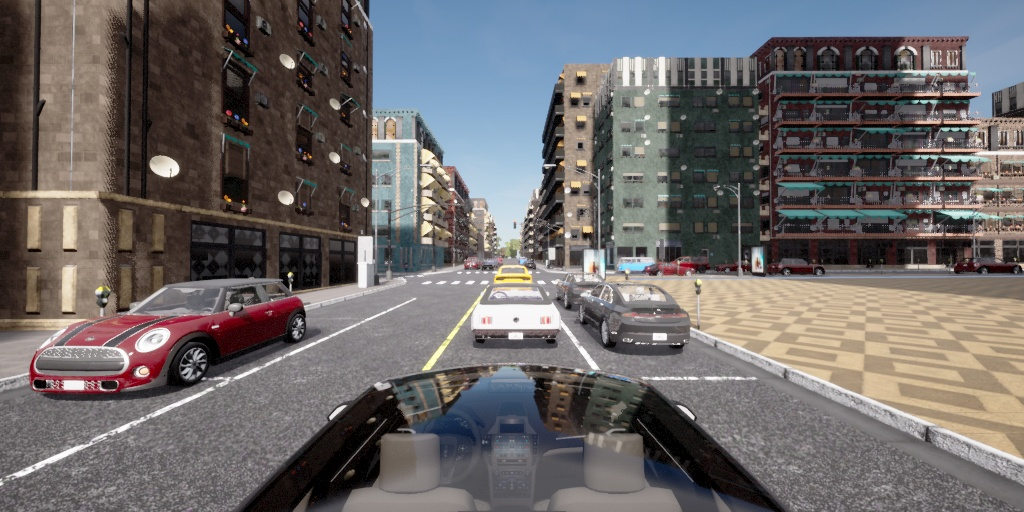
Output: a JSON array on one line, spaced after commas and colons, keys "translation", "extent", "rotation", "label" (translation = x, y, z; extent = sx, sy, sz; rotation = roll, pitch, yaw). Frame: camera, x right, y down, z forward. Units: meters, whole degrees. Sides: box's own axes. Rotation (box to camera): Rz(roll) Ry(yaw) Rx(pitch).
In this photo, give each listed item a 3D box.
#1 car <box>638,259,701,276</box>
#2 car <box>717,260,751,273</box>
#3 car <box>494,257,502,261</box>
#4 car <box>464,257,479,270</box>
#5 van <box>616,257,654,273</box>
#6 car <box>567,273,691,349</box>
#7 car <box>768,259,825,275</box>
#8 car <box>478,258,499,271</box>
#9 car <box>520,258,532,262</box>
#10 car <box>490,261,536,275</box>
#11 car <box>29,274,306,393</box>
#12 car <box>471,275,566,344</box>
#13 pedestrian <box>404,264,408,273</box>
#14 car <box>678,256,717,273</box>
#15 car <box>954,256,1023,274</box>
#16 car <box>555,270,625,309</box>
[{"translation": [13.644, 1.163, 31.231], "extent": [4.207, 1.307, 1.802], "rotation": [0, 0, 0], "label": "car"}, {"translation": [24.743, 1.165, 39.556], "extent": [4.507, 1.381, 1.888], "rotation": [0, 0, 0], "label": "car"}, {"translation": [-3.211, 1.319, 60.157], "extent": [2.033, 1.411, 5.357], "rotation": [0, 0, 0], "label": "car"}, {"translation": [-5.801, 1.083, 52.794], "extent": [2.192, 1.841, 5.009], "rotation": [0, 0, 0], "label": "car"}, {"translation": [13.688, 1.046, 39.611], "extent": [3.998, 1.789, 1.690], "rotation": [0, 0, 0], "label": "van"}, {"translation": [2.805, 1.303, 9.011], "extent": [2.007, 1.370, 4.403], "rotation": [0, 0, 0], "label": "car"}, {"translation": [24.699, 0.936, 31.176], "extent": [4.097, 1.591, 1.967], "rotation": [0, 0, 0], "label": "car"}, {"translation": [-3.222, 1.368, 50.464], "extent": [1.895, 1.301, 4.718], "rotation": [0, 0, 1], "label": "car"}, {"translation": [2.580, 1.334, 52.773], "extent": [1.948, 1.339, 4.313], "rotation": [0, 0, 0], "label": "car"}, {"translation": [0.055, 1.233, 19.047], "extent": [1.882, 1.535, 5.008], "rotation": [0, 0, 0], "label": "car"}, {"translation": [-5.830, 1.191, 6.756], "extent": [1.967, 1.591, 4.097], "rotation": [0, 0, 0], "label": "car"}, {"translation": [0.082, 1.353, 9.593], "extent": [1.895, 1.301, 4.718], "rotation": [0, 0, 0], "label": "car"}, {"translation": [-12.618, 1.097, 42.705], "extent": [0.375, 1.860, 0.375], "rotation": [0, 0, 0], "label": "pedestrian"}, {"translation": [19.215, 0.977, 39.583], "extent": [5.009, 1.841, 2.192], "rotation": [0, 0, 0], "label": "car"}, {"translation": [41.281, 0.811, 31.093], "extent": [4.097, 1.591, 1.967], "rotation": [0, 0, 0], "label": "car"}, {"translation": [2.793, 1.304, 14.580], "extent": [2.007, 1.370, 4.403], "rotation": [0, 0, 0], "label": "car"}]
